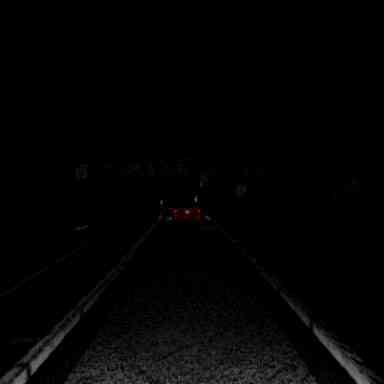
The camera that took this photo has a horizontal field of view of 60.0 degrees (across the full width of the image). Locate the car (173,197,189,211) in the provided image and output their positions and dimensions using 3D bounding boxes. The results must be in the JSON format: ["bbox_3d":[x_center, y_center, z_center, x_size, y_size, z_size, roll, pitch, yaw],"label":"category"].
[{"bbox_3d":[-1.454,1.495,41.689,1.882,1.535,5.008,0,0,-4],"label":"car"}]

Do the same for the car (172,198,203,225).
[{"bbox_3d":[-0.407,1.364,24.239,2.097,1.767,4.553,0,0,-2],"label":"car"}]
